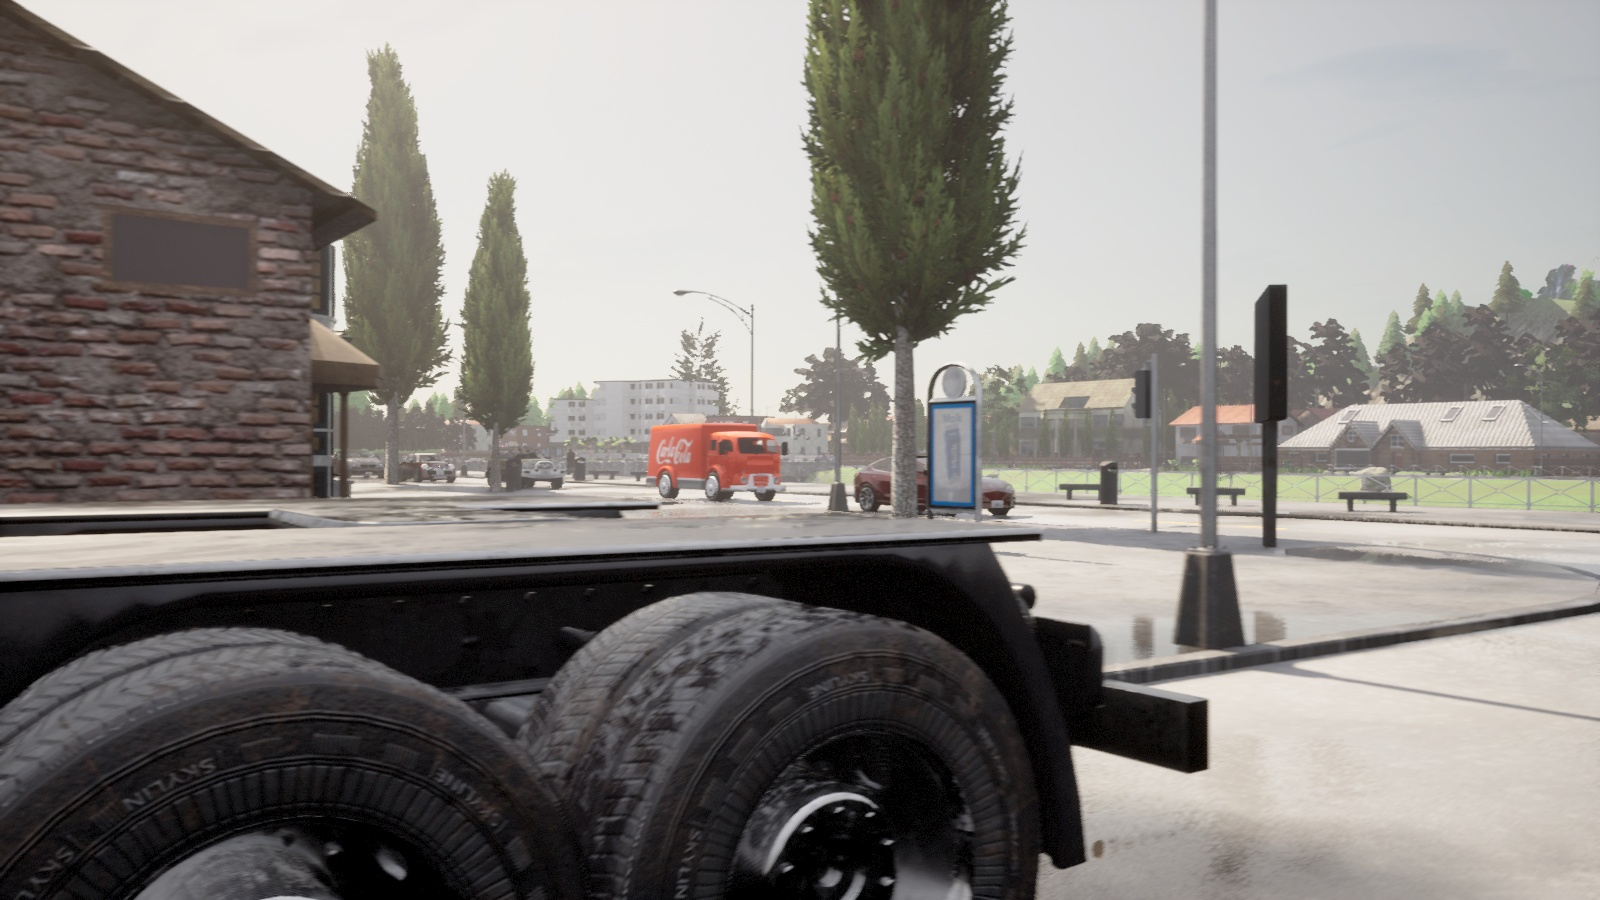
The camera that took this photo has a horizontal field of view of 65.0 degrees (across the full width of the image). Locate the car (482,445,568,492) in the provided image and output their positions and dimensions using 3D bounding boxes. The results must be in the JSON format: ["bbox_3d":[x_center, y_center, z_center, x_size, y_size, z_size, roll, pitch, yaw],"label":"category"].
[{"bbox_3d":[-11.649,0.754,52.927,1.932,1.855,4.605,0,0,-35],"label":"car"}]

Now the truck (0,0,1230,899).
[{"bbox_3d":[-2.976,-0.228,2.179,7.936,3.462,2.891,0,0,-35],"label":"truck"}]

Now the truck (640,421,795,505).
[{"bbox_3d":[-2.726,0.401,40.123,2.627,2.467,5.204,0,0,-35],"label":"truck"}]

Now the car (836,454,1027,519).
[{"bbox_3d":[3.214,0.853,31.595,2.163,1.488,4.792,0,0,-35],"label":"car"}]

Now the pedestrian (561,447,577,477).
[{"bbox_3d":[-14.369,0.736,78.086,0.634,1.844,0.899,0,0,-35],"label":"pedestrian"}]

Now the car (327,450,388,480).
[{"bbox_3d":[-25.898,0.861,73.377,2.242,1.667,4.611,0,0,-35],"label":"car"}]

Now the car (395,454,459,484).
[{"bbox_3d":[-18.787,0.942,63.172,1.970,1.475,3.806,0,0,-35],"label":"car"}]
